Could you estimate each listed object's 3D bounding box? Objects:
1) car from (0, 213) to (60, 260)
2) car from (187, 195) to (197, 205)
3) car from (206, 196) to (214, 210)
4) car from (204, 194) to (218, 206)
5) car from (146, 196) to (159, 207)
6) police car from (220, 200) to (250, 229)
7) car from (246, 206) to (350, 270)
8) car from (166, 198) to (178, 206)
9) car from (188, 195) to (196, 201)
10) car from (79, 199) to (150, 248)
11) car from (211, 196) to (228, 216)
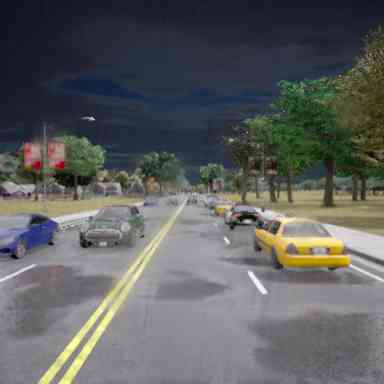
[{"bbox_3d":[-6.603,1.545,12.668,1.812,1.442,4.674,0,0,0],"label":"car"},{"bbox_3d":[-0.012,1.608,63.393,2.128,1.511,4.902,0,0,0],"label":"car"},{"bbox_3d":[3.241,1.640,43.837,1.994,1.385,4.181,0,0,0],"label":"car"},{"bbox_3d":[3.239,1.320,54.869,2.150,2.045,5.566,0,0,0],"label":"car"},{"bbox_3d":[-6.570,1.448,54.030,2.097,1.767,4.553,0,0,0],"label":"car"},{"bbox_3d":[3.246,1.539,21.834,2.038,1.542,4.974,0,0,0],"label":"police car"},{"bbox_3d":[3.248,1.473,11.021,1.801,1.575,5.366,0,0,0],"label":"car"},{"bbox_3d":[-3.311,1.648,56.107,2.033,1.411,5.357,0,0,1],"label":"car"},{"bbox_3d":[-0.016,1.504,81.995,2.033,1.411,5.357,0,0,0],"label":"car"},{"bbox_3d":[-3.352,1.374,14.766,2.097,1.767,4.553,0,0,0],"label":"car"},{"bbox_3d":[3.243,1.511,33.025,1.801,1.575,5.366,0,0,0],"label":"car"}]
